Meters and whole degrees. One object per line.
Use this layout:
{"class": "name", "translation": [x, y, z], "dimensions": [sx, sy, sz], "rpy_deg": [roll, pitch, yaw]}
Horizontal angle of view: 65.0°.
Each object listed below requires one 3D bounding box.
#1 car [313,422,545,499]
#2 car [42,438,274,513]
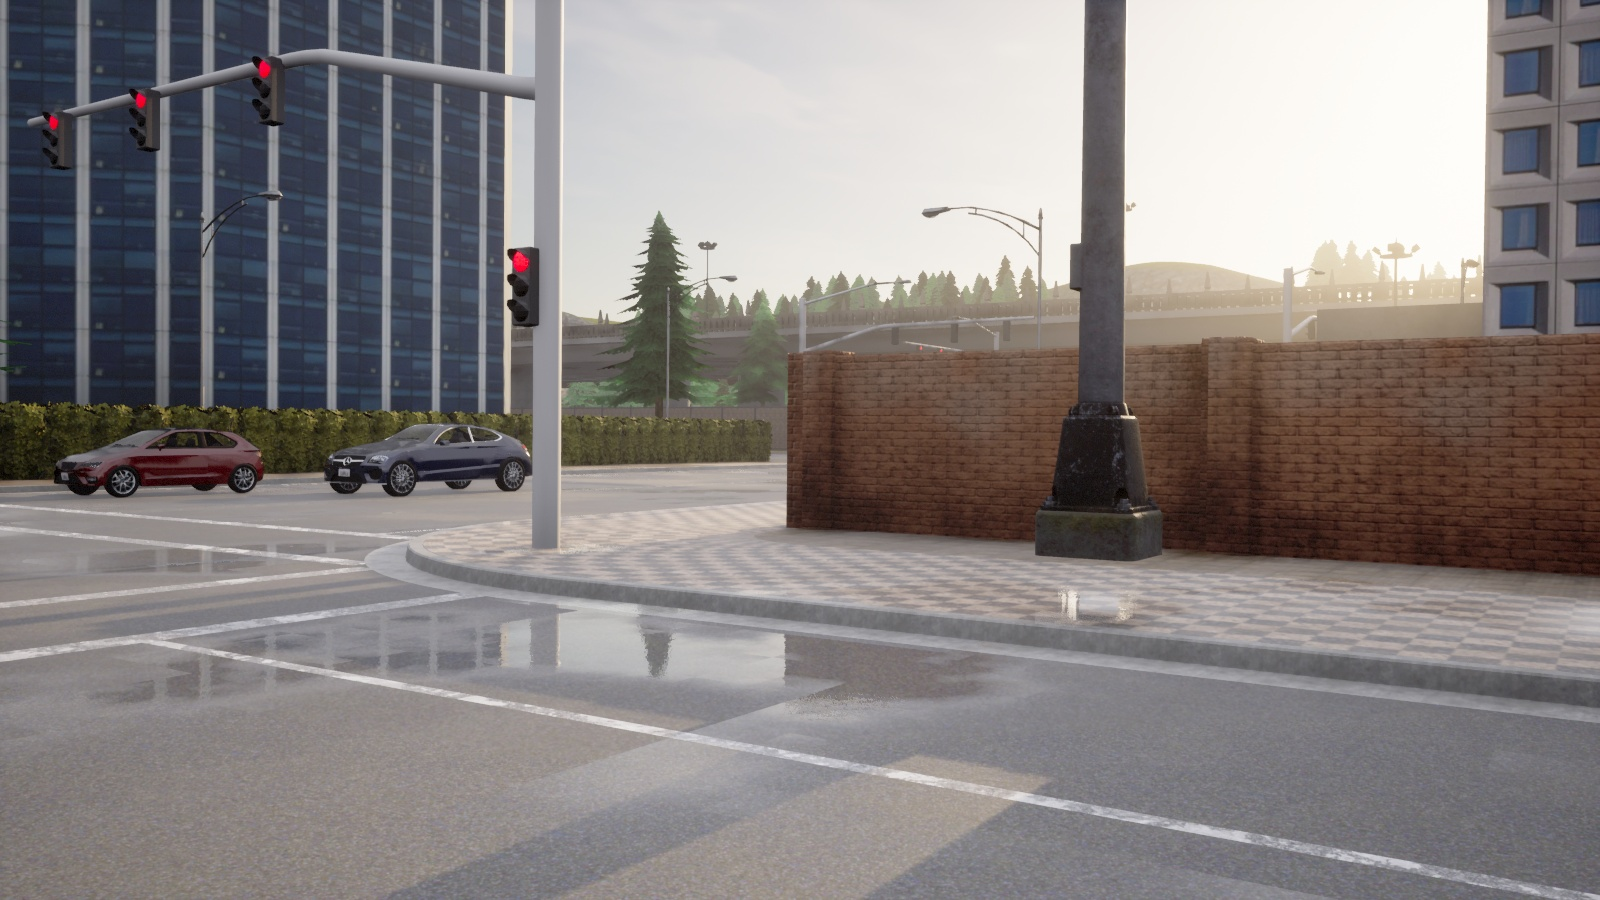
{"class": "car", "translation": [-8.596, 0.184, 29.564], "dimensions": [2.152, 1.651, 5.027], "rpy_deg": [0, 1, 33]}
{"class": "car", "translation": [-14.023, 0.494, 27.653], "dimensions": [1.816, 1.474, 4.193], "rpy_deg": [0, 1, 33]}
